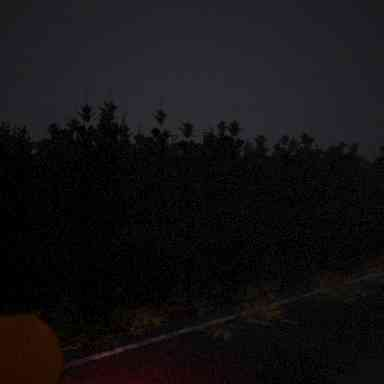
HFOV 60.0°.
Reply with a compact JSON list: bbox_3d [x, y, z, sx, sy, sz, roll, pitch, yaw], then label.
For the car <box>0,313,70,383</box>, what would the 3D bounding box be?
[{"bbox_3d":[-3.089,1.479,1.297,5.008,1.535,1.882,0,0,-35],"label":"car"}]
